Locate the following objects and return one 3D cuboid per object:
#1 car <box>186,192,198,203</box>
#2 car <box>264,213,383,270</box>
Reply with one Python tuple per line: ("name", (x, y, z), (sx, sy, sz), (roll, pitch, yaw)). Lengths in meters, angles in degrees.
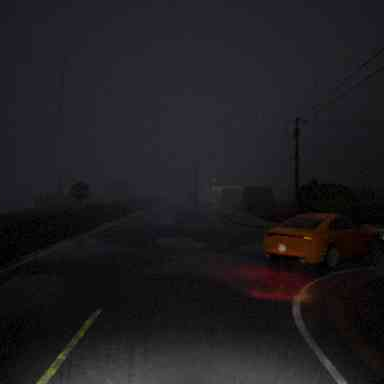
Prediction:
("car", (0.052, 1.176, 58.224), (1.837, 1.490, 4.892), (0, 0, 0))
("car", (4.485, 1.446, 11.040), (5.008, 1.535, 1.882), (0, -1, -39))
